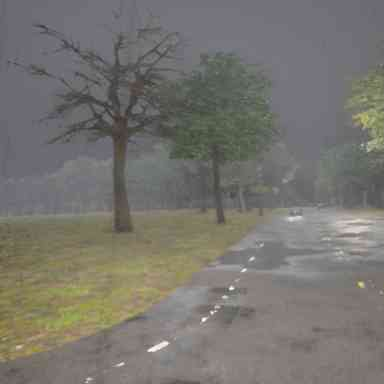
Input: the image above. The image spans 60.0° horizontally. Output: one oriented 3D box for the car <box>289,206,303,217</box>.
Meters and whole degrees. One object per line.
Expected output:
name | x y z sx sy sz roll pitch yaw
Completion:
car | 16.192 3.013 51.776 2.128 1.511 4.902 -4 -3 21
